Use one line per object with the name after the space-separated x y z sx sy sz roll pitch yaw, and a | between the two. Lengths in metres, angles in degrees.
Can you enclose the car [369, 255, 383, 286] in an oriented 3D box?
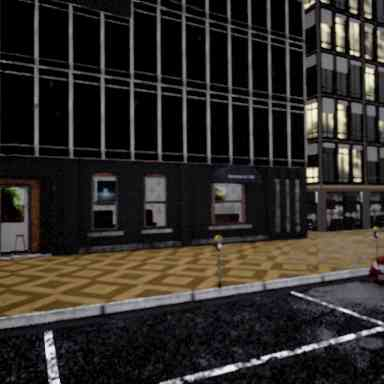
6.596 1.790 8.737 4.206 1.307 1.802 0 -2 -26 | car
